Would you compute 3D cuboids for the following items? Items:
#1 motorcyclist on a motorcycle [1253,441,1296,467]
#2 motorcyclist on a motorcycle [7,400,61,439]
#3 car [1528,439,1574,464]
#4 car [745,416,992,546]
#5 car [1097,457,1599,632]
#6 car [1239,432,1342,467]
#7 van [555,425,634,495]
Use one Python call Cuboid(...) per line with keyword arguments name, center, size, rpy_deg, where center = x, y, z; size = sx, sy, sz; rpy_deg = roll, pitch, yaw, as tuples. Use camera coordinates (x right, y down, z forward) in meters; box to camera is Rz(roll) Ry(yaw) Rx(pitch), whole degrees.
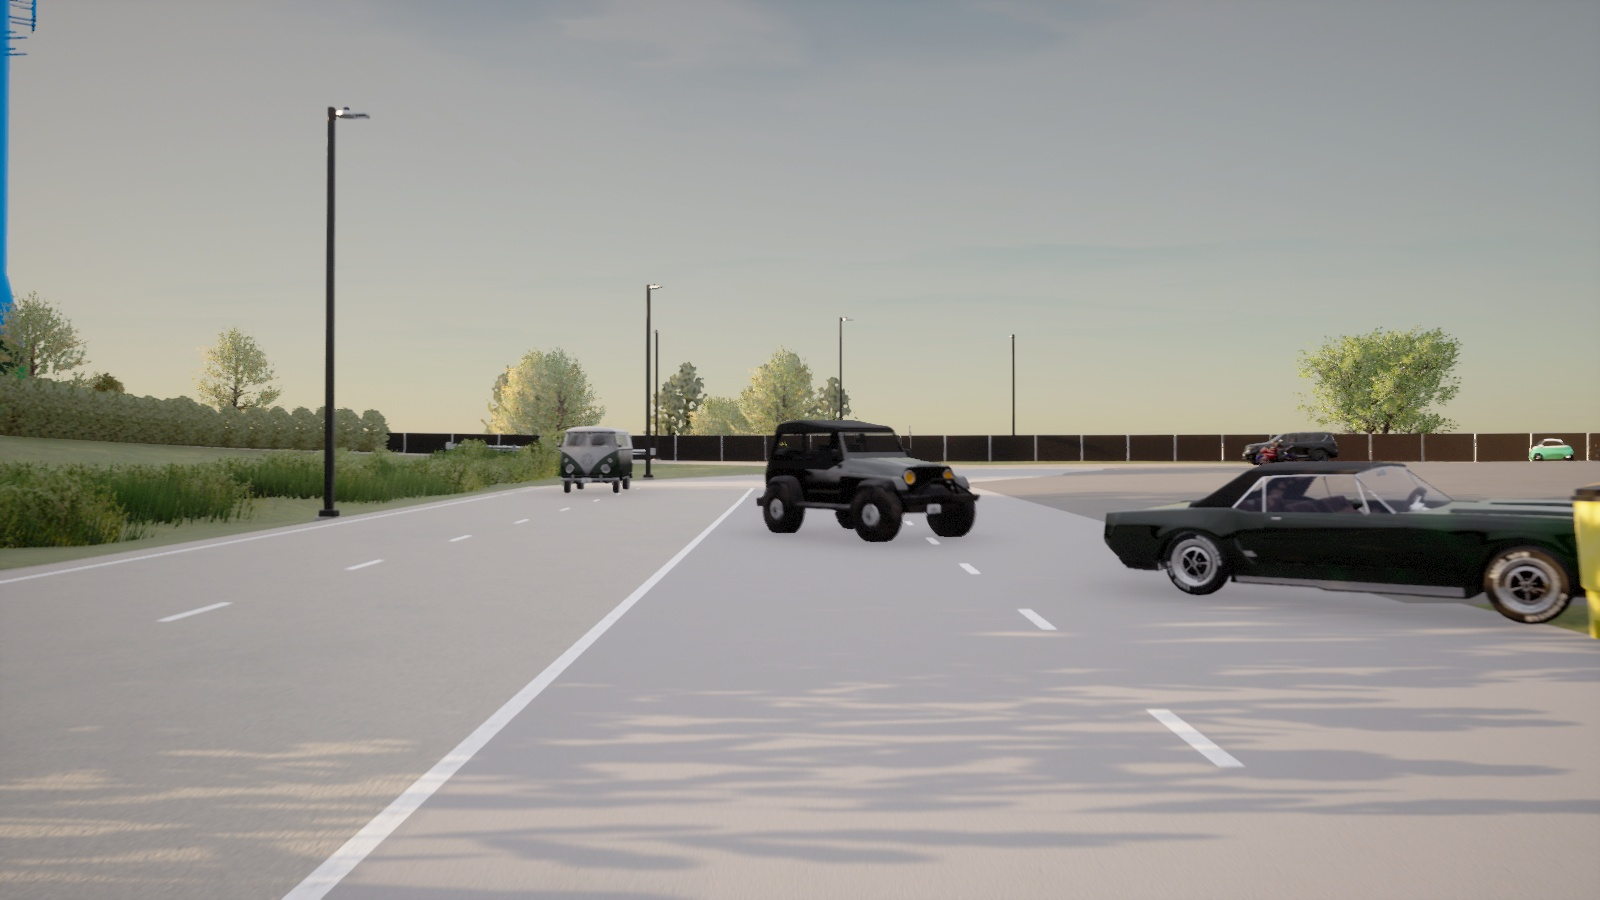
Cuboid(name="motorcyclist on a motorcycle", center=(28.170, 0.254, 74.540), size=(2.191, 1.530, 0.866), rpy_deg=(-1, -1, 2))
Cuboid(name="motorcyclist on a motorcycle", center=(-35.332, -1.373, 57.944), size=(0.766, 1.649, 2.350), rpy_deg=(0, -2, 8))
Cuboid(name="car", center=(44.228, 0.097, 74.013), size=(2.207, 1.376, 1.481), rpy_deg=(-1, -1, 28))
Cuboid(name="car", center=(1.020, 0.438, 20.302), size=(1.905, 1.878, 3.866), rpy_deg=(0, 0, -39))
Cuboid(name="car", center=(5.444, 0.775, 11.979), size=(4.718, 1.301, 1.895), rpy_deg=(-1, 2, 43))
Cuboid(name="car", center=(30.396, -0.018, 77.943), size=(5.566, 2.045, 2.150), rpy_deg=(-1, -1, 7))
Cuboid(name="van", center=(-6.202, 0.275, 38.328), size=(1.775, 1.987, 4.442), rpy_deg=(0, 0, -2))
